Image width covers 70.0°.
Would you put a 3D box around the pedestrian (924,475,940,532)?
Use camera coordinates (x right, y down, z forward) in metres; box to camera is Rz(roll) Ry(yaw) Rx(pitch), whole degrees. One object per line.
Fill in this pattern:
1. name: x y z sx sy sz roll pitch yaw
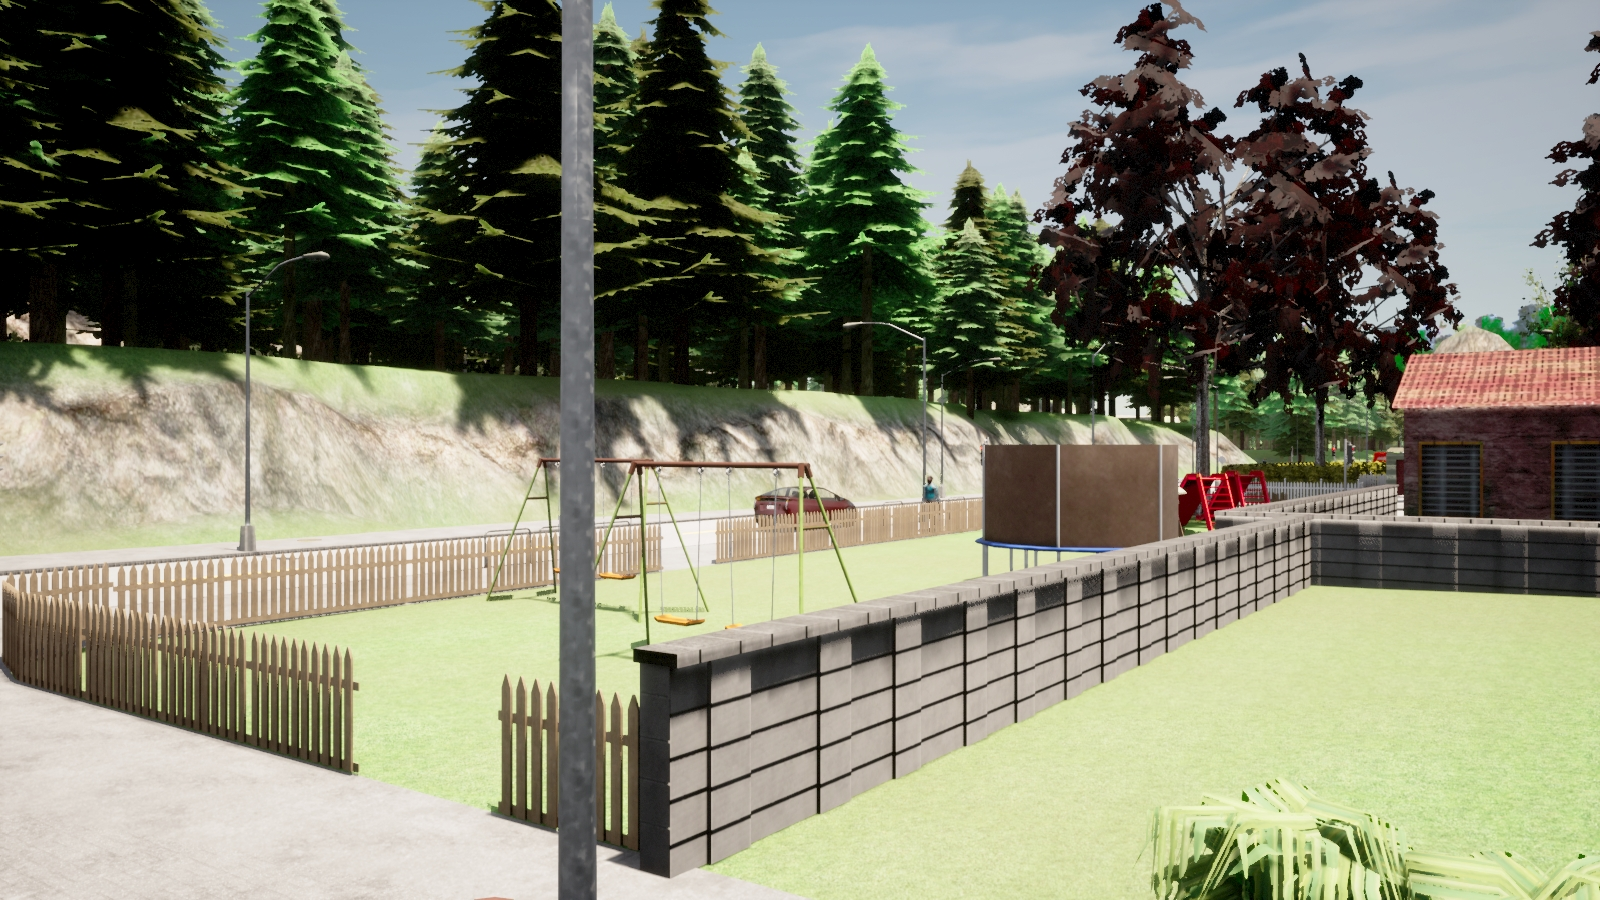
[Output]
1. pedestrian: 4.335 1.745 37.556 0.375 1.860 0.375 0 0 35

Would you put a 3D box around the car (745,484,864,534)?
1. car: 0.223 2.040 40.660 2.007 1.525 4.514 0 0 35
